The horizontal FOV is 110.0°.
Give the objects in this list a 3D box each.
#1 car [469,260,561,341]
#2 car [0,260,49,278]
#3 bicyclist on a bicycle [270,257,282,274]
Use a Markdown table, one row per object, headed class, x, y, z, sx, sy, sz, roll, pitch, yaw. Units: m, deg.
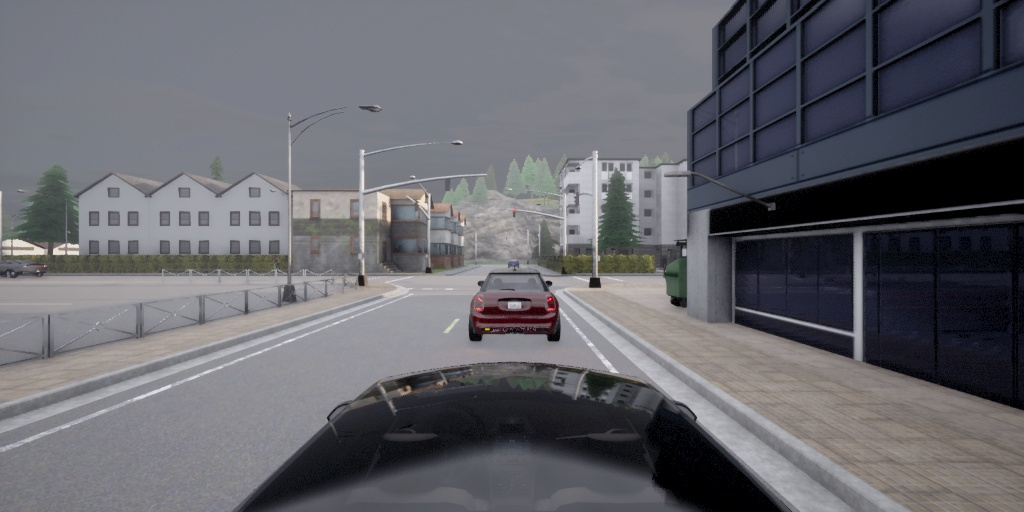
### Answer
| class | x | y | z | sx | sy | sz | roll | pitch | yaw |
| --- | --- | --- | --- | --- | --- | --- | --- | --- | --- |
| car | 0.081 | 1.102 | 9.993 | 2.097 | 1.767 | 4.553 | 0 | 0 | 1 |
| car | -42.115 | 1.065 | 30.065 | 4.902 | 1.511 | 2.128 | 0 | 0 | 0 |
| bicyclist on a bicycle | -22.226 | 0.874 | 33.826 | 0.582 | 1.620 | 1.656 | 0 | 0 | 0 |
